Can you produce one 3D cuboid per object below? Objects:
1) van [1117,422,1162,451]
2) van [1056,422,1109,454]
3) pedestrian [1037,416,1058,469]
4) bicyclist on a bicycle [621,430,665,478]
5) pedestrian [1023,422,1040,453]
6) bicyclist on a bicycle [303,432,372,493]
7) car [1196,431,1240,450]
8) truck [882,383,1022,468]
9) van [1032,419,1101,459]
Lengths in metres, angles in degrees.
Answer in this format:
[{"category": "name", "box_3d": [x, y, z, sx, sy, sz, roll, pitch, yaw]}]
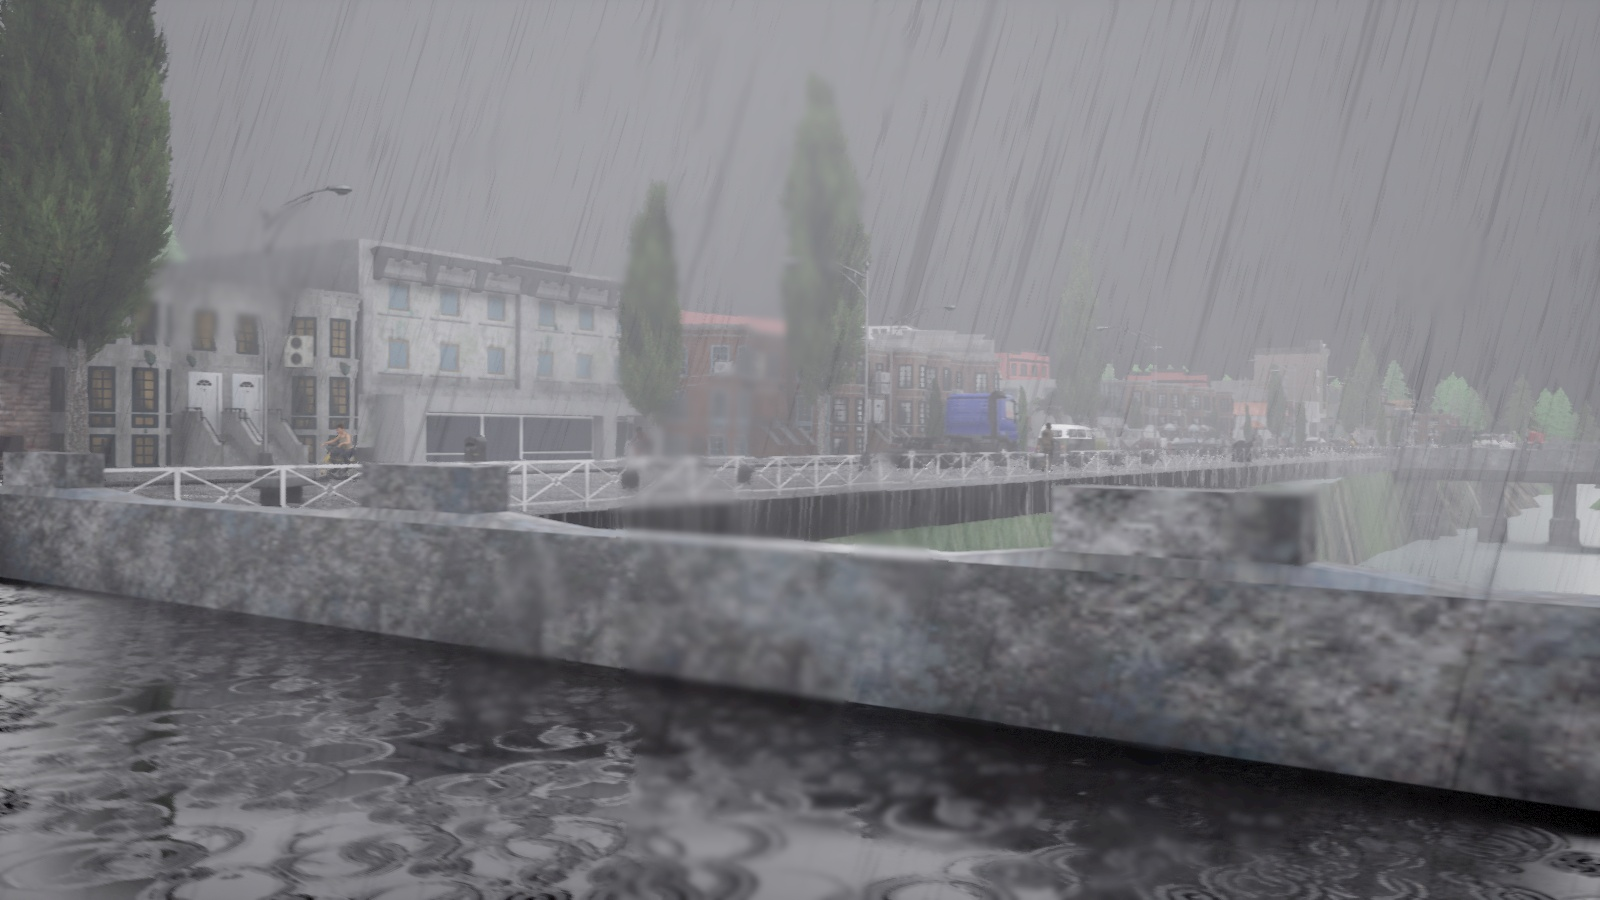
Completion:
[{"category": "van", "box_3d": [24.074, -0.947, 88.874, 1.775, 1.987, 4.442, 0, 1, 34]}, {"category": "van", "box_3d": [17.967, -0.766, 79.674, 1.775, 1.987, 4.442, 0, 1, 34]}, {"category": "pedestrian", "box_3d": [9.209, -0.279, 46.693, 0.692, 1.930, 0.396, -1, 1, -38]}, {"category": "bicyclist on a bicycle", "box_3d": [-5.528, 0.130, 44.278, 0.582, 1.620, 1.656, 0, 1, 34]}, {"category": "pedestrian", "box_3d": [14.689, -0.779, 79.633, 0.873, 1.952, 0.659, -1, 1, -32]}, {"category": "bicyclist on a bicycle", "box_3d": [-12.456, 0.319, 33.831, 0.866, 1.612, 1.509, 0, 1, 34]}, {"category": "car", "box_3d": [30.332, -0.686, 91.067, 1.895, 1.301, 4.718, 0, 1, 34]}, {"category": "truck", "box_3d": [6.901, -1.074, 55.770, 2.891, 3.462, 7.936, 0, 1, 34]}, {"category": "van", "box_3d": [14.211, -0.585, 66.784, 2.069, 2.038, 4.480, 0, 1, 34]}]
